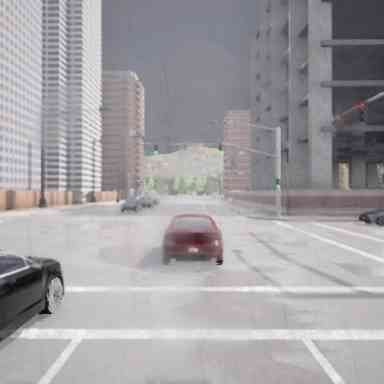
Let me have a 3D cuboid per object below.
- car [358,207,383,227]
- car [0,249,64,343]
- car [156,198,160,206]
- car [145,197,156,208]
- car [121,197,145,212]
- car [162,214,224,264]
[{"bbox_3d":[13.943,1.622,23.139,4.181,1.385,1.994,0,0,0],"label":"car"},{"bbox_3d":[-3.439,1.504,4.697,2.128,1.511,4.902,0,0,0],"label":"car"},{"bbox_3d":[-6.840,1.698,59.938,2.033,1.411,5.357,0,0,1],"label":"car"},{"bbox_3d":[-7.056,1.477,49.670,2.097,1.767,4.553,0,0,1],"label":"car"},{"bbox_3d":[-7.216,1.605,39.836,1.837,1.490,4.892,0,0,1],"label":"car"},{"bbox_3d":[0.019,1.508,11.973,1.882,1.535,5.008,0,0,0],"label":"car"}]
